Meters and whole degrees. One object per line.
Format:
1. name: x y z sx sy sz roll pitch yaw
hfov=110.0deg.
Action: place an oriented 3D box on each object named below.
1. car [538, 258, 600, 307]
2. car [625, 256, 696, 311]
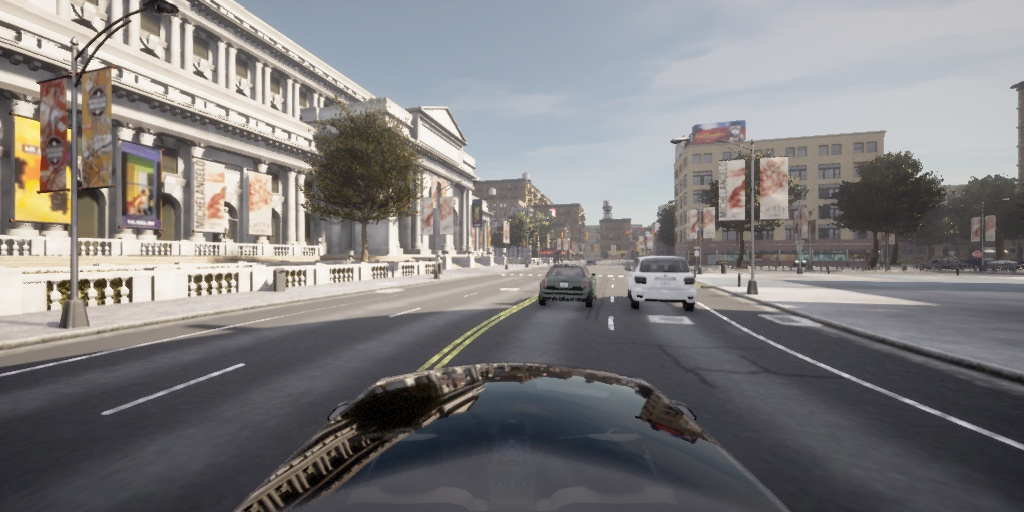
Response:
1. car: 2.560 1.114 15.642 2.097 1.767 4.553 0 0 16
2. car: 5.940 1.006 14.734 2.150 2.045 5.566 0 0 16
